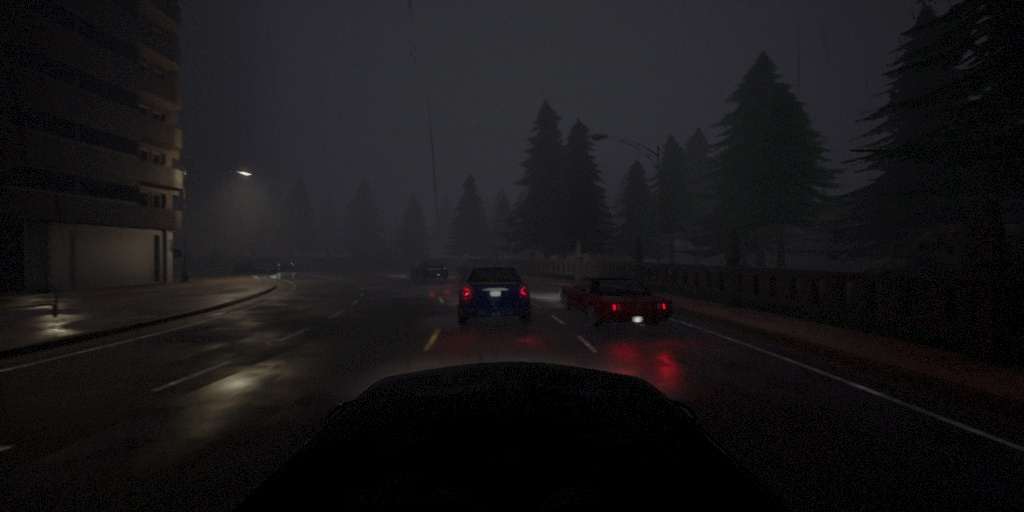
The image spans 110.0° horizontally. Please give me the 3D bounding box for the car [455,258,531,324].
[{"bbox_3d":[-0.744,1.044,11.994,2.097,1.767,4.553,0,0,-8],"label":"car"}]

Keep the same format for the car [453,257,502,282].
[{"bbox_3d":[-2.794,0.951,27.829,2.097,1.767,4.553,0,0,-29],"label":"car"}]

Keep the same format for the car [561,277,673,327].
[{"bbox_3d":[2.925,1.296,11.243,1.895,1.301,4.718,0,0,-6],"label":"car"}]

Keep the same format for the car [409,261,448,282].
[{"bbox_3d":[-6.391,1.095,27.112,2.128,1.511,4.902,0,0,-31],"label":"car"}]

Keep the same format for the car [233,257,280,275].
[{"bbox_3d":[-25.352,1.082,35.201,4.674,1.442,1.812,0,0,26],"label":"car"}]

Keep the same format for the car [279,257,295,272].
[{"bbox_3d":[-26.154,0.884,39.355,4.553,1.767,2.097,0,0,22],"label":"car"}]
